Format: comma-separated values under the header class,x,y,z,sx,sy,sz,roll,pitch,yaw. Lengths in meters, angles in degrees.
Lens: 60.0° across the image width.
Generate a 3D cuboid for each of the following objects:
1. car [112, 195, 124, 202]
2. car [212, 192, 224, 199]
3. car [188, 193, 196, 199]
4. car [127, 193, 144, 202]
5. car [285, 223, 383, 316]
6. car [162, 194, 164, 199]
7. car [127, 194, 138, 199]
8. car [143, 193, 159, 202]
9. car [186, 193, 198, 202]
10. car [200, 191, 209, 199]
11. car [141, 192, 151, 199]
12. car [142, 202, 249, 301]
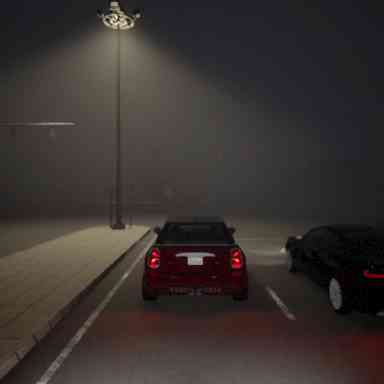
class,x,y,z,sx,sy,sz,roll,pitch,yaw
car,-15.007,1.206,67.345,1.994,1.385,4.181,0,0,0
car,6.992,0.903,86.264,2.097,1.767,4.553,0,0,0
car,-0.008,1.073,85.877,2.128,1.511,4.902,0,0,0
car,-11.510,1.132,66.943,1.882,1.535,5.008,0,1,0
car,3.563,1.438,7.516,1.882,1.535,5.008,0,0,0
car,-8.008,1.161,83.452,1.895,1.301,4.718,0,0,0
car,-15.008,1.119,83.718,1.994,1.385,4.181,0,0,0
car,-8.013,1.213,66.998,1.994,1.385,4.181,0,0,0
car,-0.005,1.192,55.267,1.882,1.535,5.008,0,0,0
car,3.492,1.101,86.294,1.994,1.385,4.181,0,0,0
car,-11.508,0.921,83.454,2.097,1.767,4.553,0,0,0
car,0.066,1.308,8.384,2.097,1.767,4.553,0,0,0
